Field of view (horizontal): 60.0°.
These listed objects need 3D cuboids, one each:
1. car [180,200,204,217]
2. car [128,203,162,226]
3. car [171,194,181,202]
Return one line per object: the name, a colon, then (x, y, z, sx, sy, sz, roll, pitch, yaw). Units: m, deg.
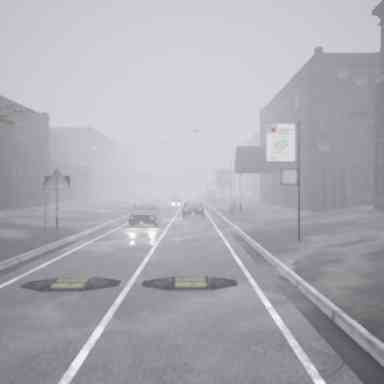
car: (0.100, 1.515, 30.060, 1.895, 1.301, 4.718, 0, 0, 0)
car: (-3.100, 1.487, 23.078, 2.033, 1.411, 5.357, 0, 0, 0)
car: (-3.018, 1.190, 64.097, 2.128, 1.511, 4.902, 0, 1, 0)
